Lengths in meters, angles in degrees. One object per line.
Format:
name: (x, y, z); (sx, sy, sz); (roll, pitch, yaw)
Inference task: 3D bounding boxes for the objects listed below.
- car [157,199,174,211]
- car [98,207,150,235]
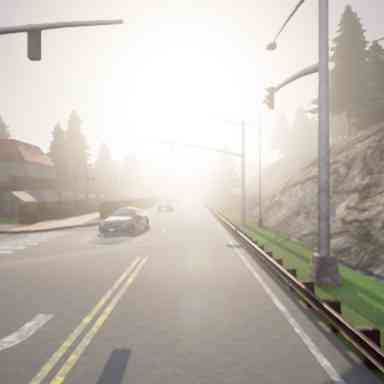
car: (-3.401, 1.685, 43.469); (2.128, 1.511, 4.902); (0, 0, 0)
car: (-3.910, 1.690, 20.113); (1.812, 1.442, 4.674); (0, 2, 10)
